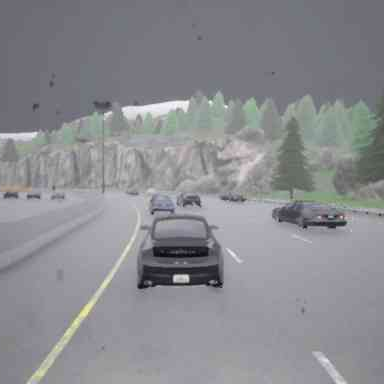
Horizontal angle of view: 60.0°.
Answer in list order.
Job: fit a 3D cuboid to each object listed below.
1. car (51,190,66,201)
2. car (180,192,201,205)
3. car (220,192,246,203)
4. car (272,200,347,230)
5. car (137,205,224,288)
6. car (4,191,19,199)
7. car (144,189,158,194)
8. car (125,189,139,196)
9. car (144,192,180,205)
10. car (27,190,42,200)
[{"bbox_3d":[-19.709,0.467,49.124,1.812,1.442,4.674,0,1,-20],"label":"car"},{"bbox_3d":[-0.395,0.776,34.072,1.837,1.490,4.892,0,1,-13],"label":"car"},{"bbox_3d":[5.168,0.692,42.774,1.895,1.301,4.718,0,1,-17],"label":"car"},{"bbox_3d":[6.165,1.163,18.130,2.033,1.411,5.357,0,1,-8],"label":"car"},{"bbox_3d":[-0.328,1.318,8.668,1.837,1.490,4.892,0,2,-3],"label":"car"},{"bbox_3d":[-29.003,0.443,53.516,1.895,1.301,4.718,0,1,-23],"label":"car"},{"bbox_3d":[-8.376,0.081,67.631,1.812,1.442,4.674,0,1,-26],"label":"car"},{"bbox_3d":[-12.258,0.044,67.573,2.128,1.511,4.902,0,1,-26],"label":"car"},{"bbox_3d":[-2.506,0.974,26.792,2.033,1.411,5.357,0,1,-10],"label":"car"},{"bbox_3d":[-24.251,0.371,51.215,1.882,1.535,5.008,0,1,-21],"label":"car"}]
